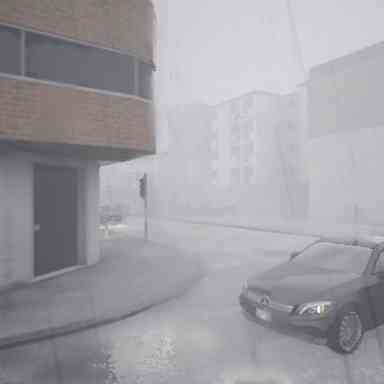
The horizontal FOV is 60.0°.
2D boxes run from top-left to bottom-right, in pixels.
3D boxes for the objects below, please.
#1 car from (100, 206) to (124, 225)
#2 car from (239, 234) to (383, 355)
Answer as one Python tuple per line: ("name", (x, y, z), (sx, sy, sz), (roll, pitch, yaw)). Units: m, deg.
("car", (-7.150, 1.880, 27.427), (1.994, 1.385, 4.181), (0, -1, -33))
("car", (3.019, 1.578, 6.255), (4.674, 1.442, 1.812), (0, -1, -33))
